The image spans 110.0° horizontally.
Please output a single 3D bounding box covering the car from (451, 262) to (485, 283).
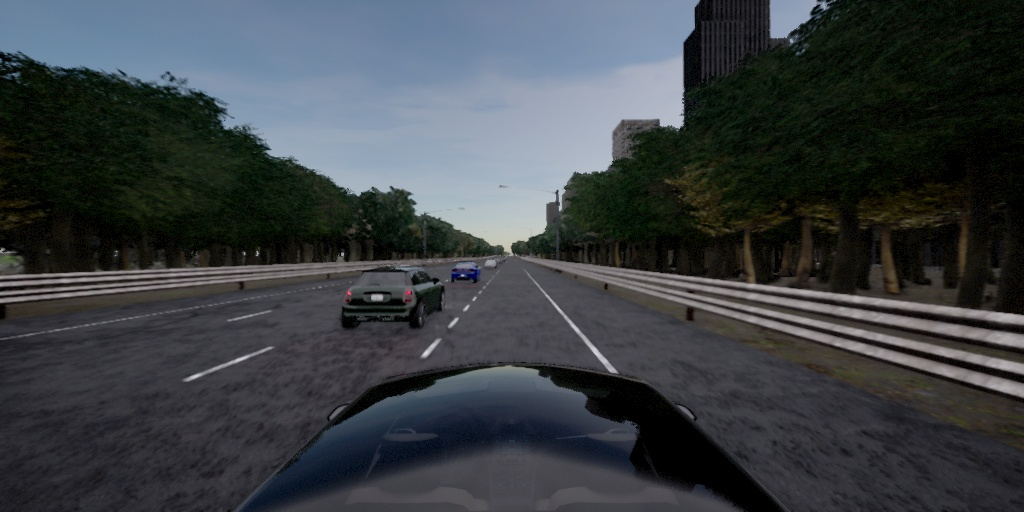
[{"bbox_3d":[-3.493,1.221,27.997,1.882,1.535,5.008,0,0,0],"label":"car"}]

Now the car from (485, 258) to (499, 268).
[{"bbox_3d":[-3.485,1.264,59.110,1.812,1.442,4.674,0,0,0],"label":"car"}]

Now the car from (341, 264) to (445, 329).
[{"bbox_3d":[-3.499,1.102,11.437,2.097,1.767,4.553,0,0,0],"label":"car"}]
